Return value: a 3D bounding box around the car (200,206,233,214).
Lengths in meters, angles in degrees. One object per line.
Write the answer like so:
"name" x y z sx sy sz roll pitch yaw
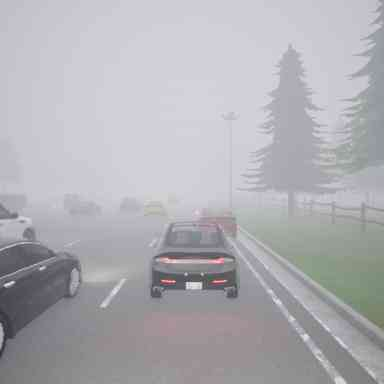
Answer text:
"car" 1.238 1.478 17.810 1.882 1.535 5.008 0 0 0

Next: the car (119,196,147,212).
"car" -6.872 1.352 38.182 2.097 1.767 4.553 0 0 0

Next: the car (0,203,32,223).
"car" -6.893 1.221 10.142 2.150 2.045 5.566 0 0 0

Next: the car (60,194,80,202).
"car" -16.322 1.221 45.601 2.150 2.045 5.566 0 0 -15

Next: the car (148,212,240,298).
"car" 0.058 1.492 8.469 2.128 1.511 4.902 0 0 0

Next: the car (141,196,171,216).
"car" -3.376 1.477 32.215 1.882 1.535 5.008 0 0 0

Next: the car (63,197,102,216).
"car" -10.376 1.547 32.639 2.033 1.411 5.357 0 0 0

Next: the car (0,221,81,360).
"car" -3.395 1.505 5.557 1.837 1.490 4.892 0 0 0

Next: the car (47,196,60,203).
"car" -29.431 1.595 71.110 1.895 1.301 4.718 0 0 -38

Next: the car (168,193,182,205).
"car" -3.356 1.351 60.010 2.097 1.767 4.553 0 0 0

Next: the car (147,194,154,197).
"car" -10.430 1.554 75.058 1.994 1.385 4.181 0 0 0

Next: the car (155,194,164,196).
"car" -6.928 1.524 76.014 1.812 1.442 4.674 0 0 0
